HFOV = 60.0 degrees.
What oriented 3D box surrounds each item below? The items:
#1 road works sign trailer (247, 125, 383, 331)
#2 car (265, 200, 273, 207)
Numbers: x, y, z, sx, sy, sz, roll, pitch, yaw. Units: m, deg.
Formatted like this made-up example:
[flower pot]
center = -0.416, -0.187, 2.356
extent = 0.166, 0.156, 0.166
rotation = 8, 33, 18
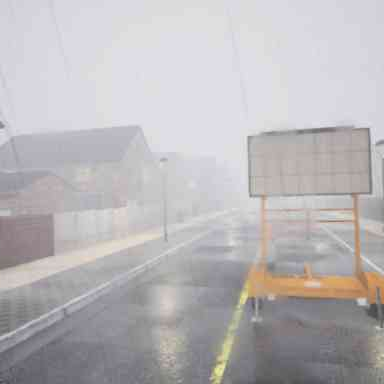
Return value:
[road works sign trailer]
center = 2.434, 0.483, 7.013
extent = 2.380, 3.560, 2.880
rotation = -2, -1, 15
[car]
center = 14.892, 2.198, 65.232
extent = 1.994, 1.385, 4.181
rotation = -2, -1, 15
